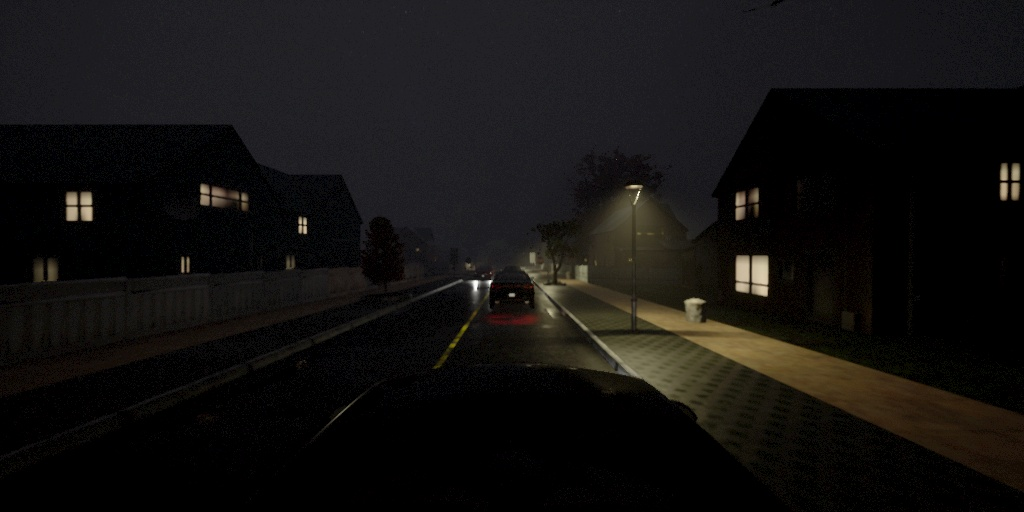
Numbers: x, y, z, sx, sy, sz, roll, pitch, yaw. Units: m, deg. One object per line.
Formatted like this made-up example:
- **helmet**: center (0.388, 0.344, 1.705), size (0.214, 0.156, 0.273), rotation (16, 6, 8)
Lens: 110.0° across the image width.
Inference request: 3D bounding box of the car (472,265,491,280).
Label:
- **car**: center (-2.749, 1.650, 36.219), size (1.812, 1.442, 4.674), rotation (0, -1, 0)

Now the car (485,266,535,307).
- **car**: center (0.009, 1.376, 16.327), size (1.882, 1.535, 5.008), rotation (0, 0, 0)
